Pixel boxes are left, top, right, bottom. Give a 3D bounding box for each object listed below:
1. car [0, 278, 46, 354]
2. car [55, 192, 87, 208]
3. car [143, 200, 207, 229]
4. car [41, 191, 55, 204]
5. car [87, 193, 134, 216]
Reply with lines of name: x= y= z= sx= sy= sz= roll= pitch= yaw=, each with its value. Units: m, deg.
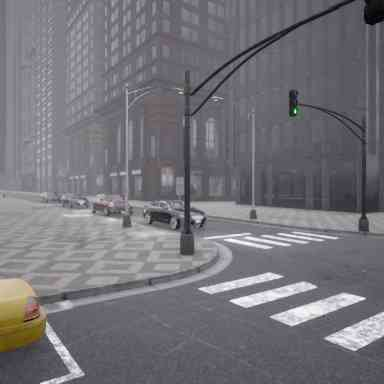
car: x=-4.259 y=1.525 z=3.614 sx=4.829 sy=1.417 sz=1.752 roll=0 pitch=0 yaw=-35
car: x=-12.316 y=0.853 z=34.828 sx=2.128 sy=1.511 sz=4.902 roll=0 pitch=1 yaw=-36
car: x=-1.104 y=1.205 z=19.218 sx=2.128 sy=1.511 sz=4.902 roll=0 pitch=1 yaw=-36
car: x=-18.325 y=0.686 z=43.246 sx=1.837 sy=1.490 sz=4.892 roll=0 pitch=1 yaw=-35
car: x=-6.435 y=0.895 z=26.638 sx=2.097 sy=1.767 sz=4.553 roll=0 pitch=1 yaw=-35
